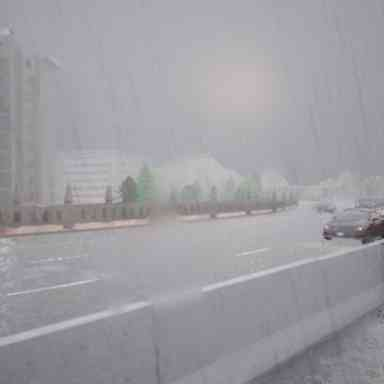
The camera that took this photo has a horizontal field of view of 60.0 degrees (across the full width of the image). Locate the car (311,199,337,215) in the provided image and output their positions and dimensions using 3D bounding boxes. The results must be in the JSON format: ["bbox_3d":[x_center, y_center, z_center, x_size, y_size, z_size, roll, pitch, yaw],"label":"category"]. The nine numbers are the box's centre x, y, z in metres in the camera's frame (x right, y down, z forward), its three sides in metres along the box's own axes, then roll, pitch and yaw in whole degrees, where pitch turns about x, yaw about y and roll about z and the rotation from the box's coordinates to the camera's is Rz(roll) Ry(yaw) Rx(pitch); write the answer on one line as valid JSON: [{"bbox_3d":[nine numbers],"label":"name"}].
[{"bbox_3d":[14.240,1.617,35.331,1.812,1.442,4.674,0,0,31],"label":"car"}]

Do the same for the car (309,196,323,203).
[{"bbox_3d":[27.739,1.719,74.495,2.033,1.411,5.357,-1,0,12],"label":"car"}]

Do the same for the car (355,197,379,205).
[{"bbox_3d":[19.807,1.424,38.023,2.097,1.767,4.553,-1,0,27],"label":"car"}]

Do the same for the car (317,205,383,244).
[{"bbox_3d":[7.985,1.545,15.986,1.812,1.442,4.674,0,0,44],"label":"car"}]

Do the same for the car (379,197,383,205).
[{"bbox_3d":[29.497,1.592,51.682,1.837,1.490,4.892,0,0,19],"label":"car"}]
